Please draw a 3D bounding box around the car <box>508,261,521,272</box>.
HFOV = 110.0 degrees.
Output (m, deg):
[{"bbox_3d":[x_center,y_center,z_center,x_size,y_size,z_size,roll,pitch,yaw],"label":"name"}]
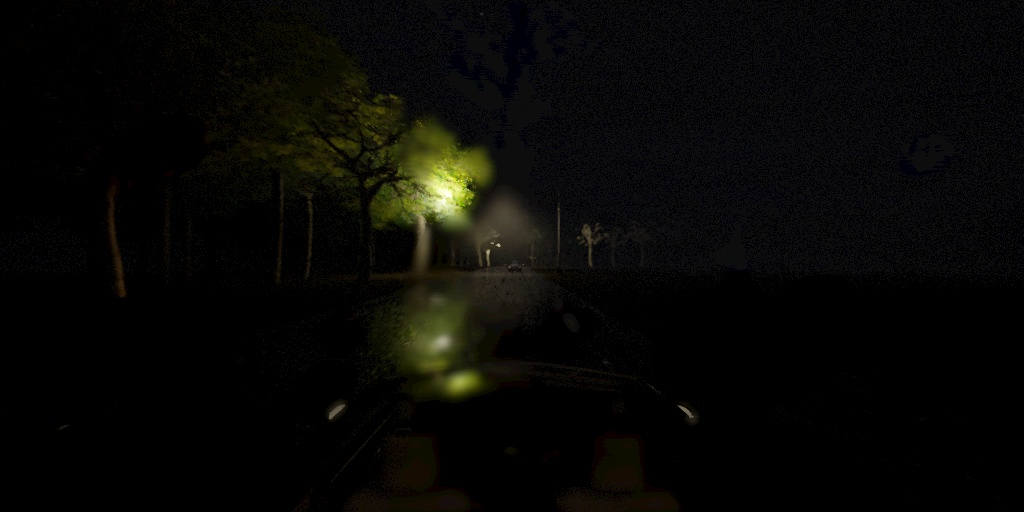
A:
[{"bbox_3d":[0.408,1.761,53.864,1.994,1.385,4.181,0,-1,1],"label":"car"}]
